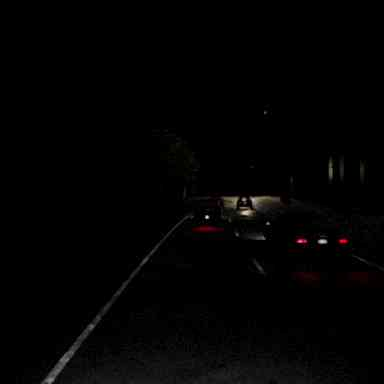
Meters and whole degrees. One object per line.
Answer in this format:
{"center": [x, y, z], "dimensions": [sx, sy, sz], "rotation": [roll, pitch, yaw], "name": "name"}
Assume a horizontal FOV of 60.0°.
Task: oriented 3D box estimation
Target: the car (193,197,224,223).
{"center": [1.163, 1.367, 23.945], "dimensions": [1.837, 1.490, 4.892], "rotation": [0, 0, 4], "name": "car"}

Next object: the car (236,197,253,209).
{"center": [6.255, 1.274, 39.628], "dimensions": [2.033, 1.411, 5.357], "rotation": [0, 1, 7], "name": "car"}

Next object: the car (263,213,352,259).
{"center": [3.934, 1.486, 12.228], "dimensions": [2.033, 1.411, 5.357], "rotation": [0, 0, 2], "name": "car"}
